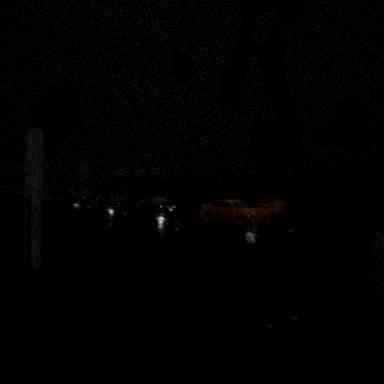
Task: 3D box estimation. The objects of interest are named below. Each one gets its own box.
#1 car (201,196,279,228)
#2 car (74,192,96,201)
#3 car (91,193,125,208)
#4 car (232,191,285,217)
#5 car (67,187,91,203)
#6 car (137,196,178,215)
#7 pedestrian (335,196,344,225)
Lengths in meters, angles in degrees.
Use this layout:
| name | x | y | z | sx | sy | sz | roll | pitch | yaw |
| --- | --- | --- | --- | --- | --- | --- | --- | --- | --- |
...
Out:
| name | x | y | z | sx | sy | sz | roll | pitch | yaw |
| --- | --- | --- | --- | --- | --- | --- | --- | --- | --- |
| car | 2.561 | 1.212 | 20.283 | 1.882 | 1.535 | 5.008 | 1 | 0 | -36 |
| car | -16.929 | 0.701 | 52.627 | 1.895 | 1.301 | 4.718 | 1 | 1 | -36 |
| car | -8.998 | 0.888 | 36.475 | 1.837 | 1.490 | 4.892 | 1 | 1 | -36 |
| car | 3.936 | 0.948 | 23.584 | 2.150 | 2.045 | 5.566 | 1 | 1 | -37 |
| car | -15.690 | 0.404 | 45.942 | 2.150 | 2.045 | 5.566 | 1 | 1 | -34 |
| car | -3.015 | 1.090 | 28.094 | 1.812 | 1.442 | 4.674 | 1 | 1 | -35 |
| pedestrian | 9.314 | 1.131 | 21.110 | 0.375 | 1.860 | 0.375 | 2 | -1 | -36 |
